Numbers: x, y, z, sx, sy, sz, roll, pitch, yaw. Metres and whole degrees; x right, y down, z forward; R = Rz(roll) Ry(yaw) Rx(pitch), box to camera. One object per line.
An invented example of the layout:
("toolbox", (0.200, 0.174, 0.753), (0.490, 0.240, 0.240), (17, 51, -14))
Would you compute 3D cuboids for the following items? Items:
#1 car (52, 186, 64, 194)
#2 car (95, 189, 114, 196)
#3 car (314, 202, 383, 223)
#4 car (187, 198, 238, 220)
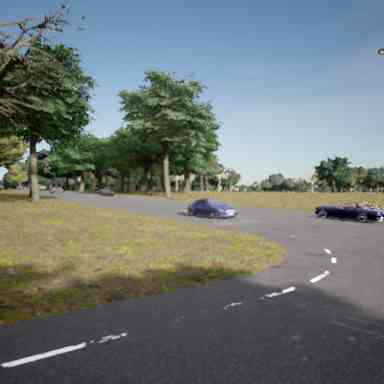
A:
("car", (-28.960, -0.408, 71.762), (2.097, 1.767, 4.553), (-1, 2, -28))
("car", (-16.539, 0.060, 62.845), (2.033, 1.411, 5.357), (-1, 2, -35))
("car", (11.230, 1.367, 23.708), (1.895, 1.301, 4.718), (-1, 2, -35))
("car", (1.436, 1.214, 25.410), (1.812, 1.442, 4.674), (-1, 2, -35))
